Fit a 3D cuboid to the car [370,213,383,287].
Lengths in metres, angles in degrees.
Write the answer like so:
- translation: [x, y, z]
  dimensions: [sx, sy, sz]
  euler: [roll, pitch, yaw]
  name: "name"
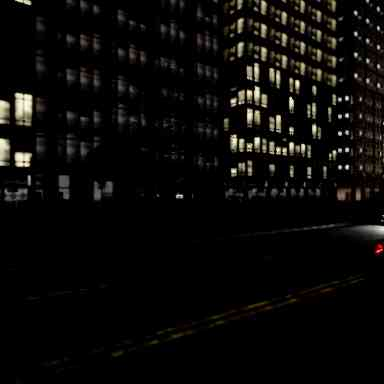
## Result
- translation: [6.369, 1.368, 8.149]
  dimensions: [4.553, 1.767, 2.097]
  euler: [0, 0, -37]
  name: "car"
